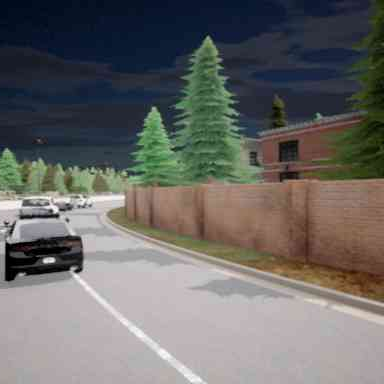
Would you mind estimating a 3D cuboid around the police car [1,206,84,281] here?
[{"bbox_3d":[-4.746,1.479,10.378,1.930,1.638,5.238,0,0,-29],"label":"police car"}]

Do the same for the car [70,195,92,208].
[{"bbox_3d":[-17.026,1.439,50.915,2.150,2.045,5.566,-1,0,0],"label":"car"}]

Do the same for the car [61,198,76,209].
[{"bbox_3d":[-16.067,1.760,40.891,1.994,1.385,4.181,-1,0,-7],"label":"car"}]

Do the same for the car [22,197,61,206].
[{"bbox_3d":[-10.494,1.347,22.923,2.150,2.045,5.566,-1,0,-20],"label":"car"}]

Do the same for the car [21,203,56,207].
[{"bbox_3d":[-8.545,1.604,18.059,1.837,1.490,4.892,-1,0,-24],"label":"car"}]
